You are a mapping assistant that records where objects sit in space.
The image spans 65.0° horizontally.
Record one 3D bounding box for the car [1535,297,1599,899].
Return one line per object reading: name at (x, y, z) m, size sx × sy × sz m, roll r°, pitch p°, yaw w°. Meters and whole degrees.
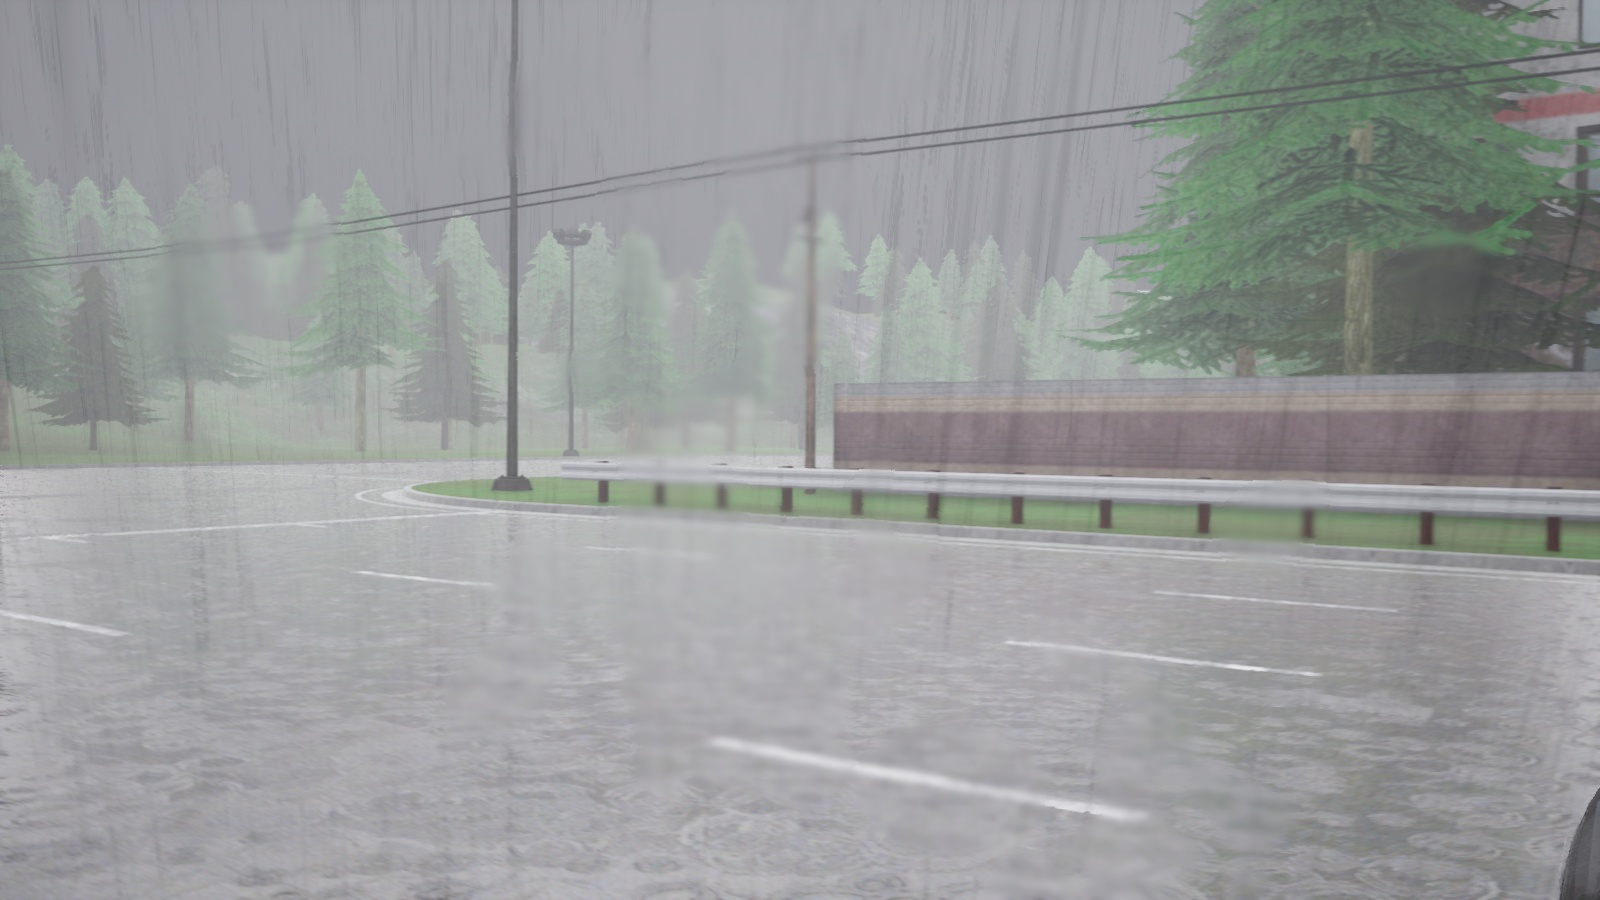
car at (3.231, 0.580, 1.475) m, size 3.988 × 1.617 × 1.851 m, roll 0°, pitch 1°, yaw 34°
